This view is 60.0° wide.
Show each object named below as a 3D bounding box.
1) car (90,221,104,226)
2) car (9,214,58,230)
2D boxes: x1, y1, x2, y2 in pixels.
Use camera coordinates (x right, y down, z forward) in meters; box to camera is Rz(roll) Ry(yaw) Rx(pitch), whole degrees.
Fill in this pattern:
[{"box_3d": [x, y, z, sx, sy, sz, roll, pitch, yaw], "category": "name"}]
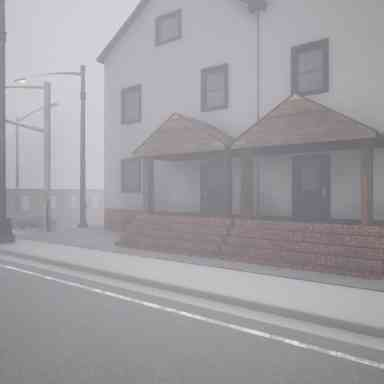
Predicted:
[{"box_3d": [-8.951, 3.818, 36.397, 2.097, 1.767, 4.553, 0, -12, 35], "category": "car"}, {"box_3d": [-14.051, 2.652, 29.306, 1.994, 1.385, 4.181, 0, -9, 36], "category": "car"}]
